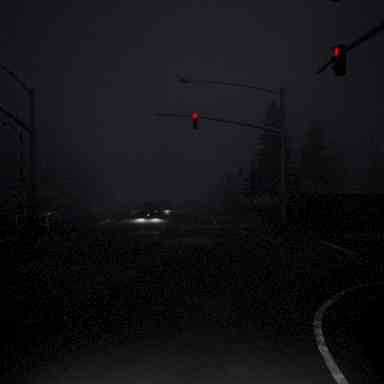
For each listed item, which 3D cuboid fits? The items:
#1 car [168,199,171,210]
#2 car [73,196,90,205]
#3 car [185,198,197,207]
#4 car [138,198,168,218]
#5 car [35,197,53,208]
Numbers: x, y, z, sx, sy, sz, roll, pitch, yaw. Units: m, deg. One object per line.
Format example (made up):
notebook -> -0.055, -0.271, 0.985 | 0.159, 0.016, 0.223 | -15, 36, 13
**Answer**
car -> -3.704, 1.546, 43.402 | 2.033, 1.411, 5.357 | 0, 0, 0
car -> -17.600, 1.374, 53.010 | 1.845, 1.501, 3.633 | 0, 0, 0
car -> -0.139, 1.601, 51.236 | 1.895, 1.301, 4.718 | 0, 0, 0
car -> -3.684, 1.547, 30.582 | 2.033, 1.411, 5.357 | 0, 0, 0
car -> -20.633, 1.384, 45.611 | 1.970, 1.475, 3.806 | 0, 0, 0
